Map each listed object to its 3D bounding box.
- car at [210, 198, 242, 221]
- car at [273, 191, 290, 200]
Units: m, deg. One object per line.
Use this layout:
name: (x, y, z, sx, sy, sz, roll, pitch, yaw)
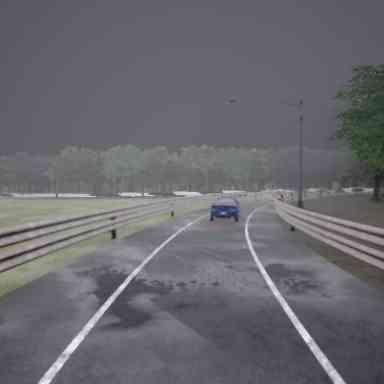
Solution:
car: (2.468, 1.132, 23.514, 1.882, 1.535, 5.008, 0, 1, 12)
car: (14.760, 0.562, 54.693, 2.128, 1.511, 4.902, 1, 2, 31)
